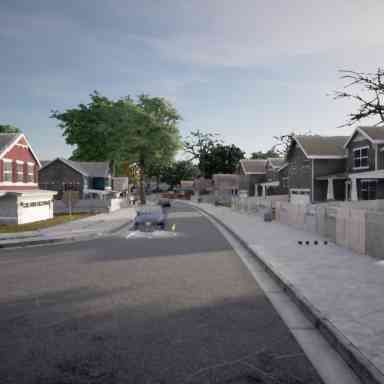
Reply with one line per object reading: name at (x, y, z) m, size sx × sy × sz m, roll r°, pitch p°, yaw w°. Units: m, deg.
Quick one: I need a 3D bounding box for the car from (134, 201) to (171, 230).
car at (-2.577, 1.554, 21.561) m, size 1.812 × 1.442 × 4.674 m, roll 0°, pitch 0°, yaw -1°

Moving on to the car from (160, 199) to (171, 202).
car at (-3.904, 1.682, 47.621) m, size 1.895 × 1.301 × 4.718 m, roll 0°, pitch 0°, yaw -5°
